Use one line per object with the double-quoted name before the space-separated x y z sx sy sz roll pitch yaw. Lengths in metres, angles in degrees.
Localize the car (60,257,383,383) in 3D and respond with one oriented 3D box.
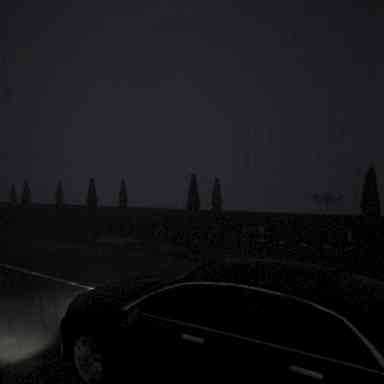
"car" 0.550 1.501 3.601 4.892 1.490 1.837 0 0 35
